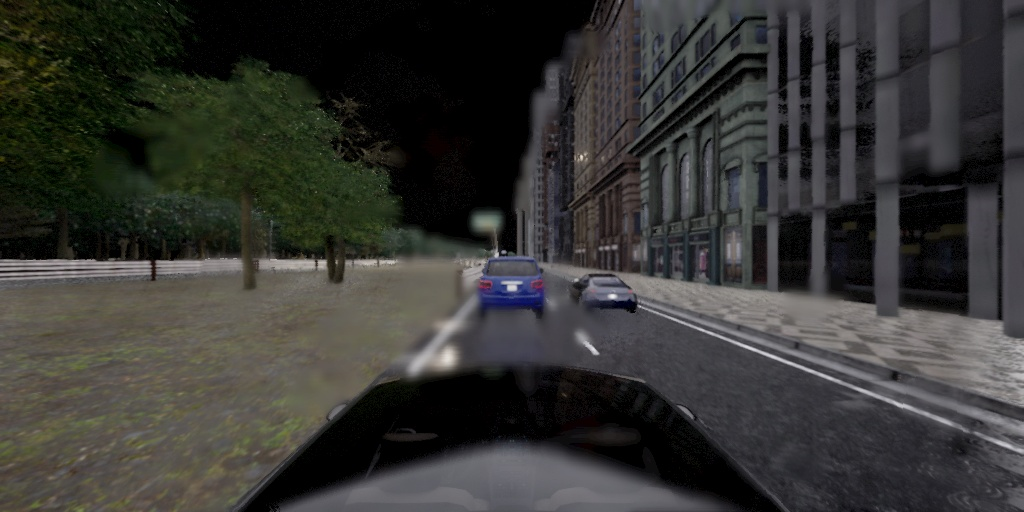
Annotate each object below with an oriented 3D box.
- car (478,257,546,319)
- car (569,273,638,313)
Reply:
[{"bbox_3d":[0.023,1.038,13.271,2.150,2.045,5.566,0,0,0],"label":"car"},{"bbox_3d":[3.535,1.388,14.535,1.994,1.385,4.181,0,0,1],"label":"car"}]
